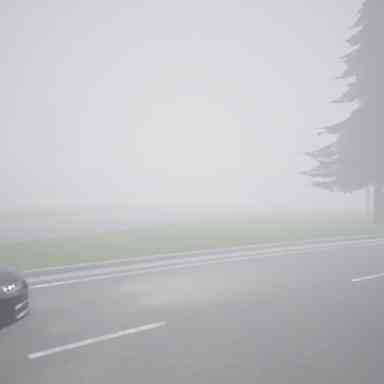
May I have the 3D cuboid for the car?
[{"bbox_3d":[-4.879,1.462,4.416,4.902,1.511,2.128,0,0,-36],"label":"car"}]
